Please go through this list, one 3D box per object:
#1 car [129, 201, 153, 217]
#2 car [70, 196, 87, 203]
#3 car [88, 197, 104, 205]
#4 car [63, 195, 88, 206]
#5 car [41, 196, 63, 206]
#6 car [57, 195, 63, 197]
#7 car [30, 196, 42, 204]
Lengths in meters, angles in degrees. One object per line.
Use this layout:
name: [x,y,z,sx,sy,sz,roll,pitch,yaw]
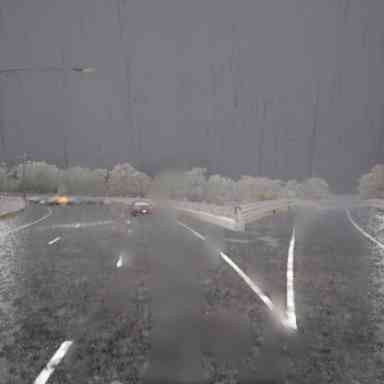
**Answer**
car: [-4.944,1.568,32.087,1.812,1.442,4.674,0,0,-17]
car: [-23.535,1.542,68.662,1.994,1.385,4.181,0,0,-40]
car: [-17.540,1.666,60.016,2.033,1.411,5.357,0,0,-34]
car: [-20.413,1.630,58.030,2.128,1.511,4.902,0,0,-34]
car: [-23.977,1.762,57.085,1.895,1.301,4.718,0,0,-34]
car: [-26.309,1.364,66.529,2.097,1.767,4.553,0,0,-40]
car: [-29.120,1.553,64.442,2.128,1.511,4.902,0,0,-40]
